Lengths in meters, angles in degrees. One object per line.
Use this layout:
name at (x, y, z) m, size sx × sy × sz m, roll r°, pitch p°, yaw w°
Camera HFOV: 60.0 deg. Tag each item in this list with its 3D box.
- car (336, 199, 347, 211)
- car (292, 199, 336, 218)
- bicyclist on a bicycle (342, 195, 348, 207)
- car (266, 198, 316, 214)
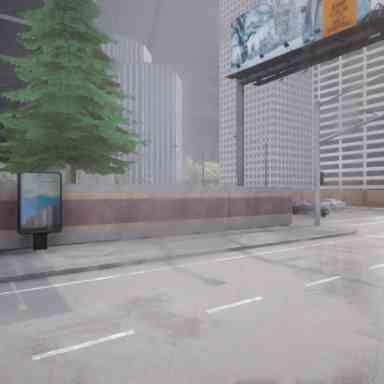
car at (16.457, 1.526, 40.479) m, size 1.812 × 1.442 × 4.674 m, roll 0°, pitch 0°, yaw -35°
car at (10.241, 1.478, 30.850) m, size 1.882 × 1.535 × 5.008 m, roll 0°, pitch 0°, yaw -35°
bicyclist on a bicycle at (21.307, 1.301, 46.345) m, size 1.656 × 1.620 × 0.582 m, roll 0°, pitch 0°, yaw -35°
car at (10.713, 1.491, 36.242) m, size 2.128 × 1.511 × 4.902 m, roll 0°, pitch 0°, yaw -35°
